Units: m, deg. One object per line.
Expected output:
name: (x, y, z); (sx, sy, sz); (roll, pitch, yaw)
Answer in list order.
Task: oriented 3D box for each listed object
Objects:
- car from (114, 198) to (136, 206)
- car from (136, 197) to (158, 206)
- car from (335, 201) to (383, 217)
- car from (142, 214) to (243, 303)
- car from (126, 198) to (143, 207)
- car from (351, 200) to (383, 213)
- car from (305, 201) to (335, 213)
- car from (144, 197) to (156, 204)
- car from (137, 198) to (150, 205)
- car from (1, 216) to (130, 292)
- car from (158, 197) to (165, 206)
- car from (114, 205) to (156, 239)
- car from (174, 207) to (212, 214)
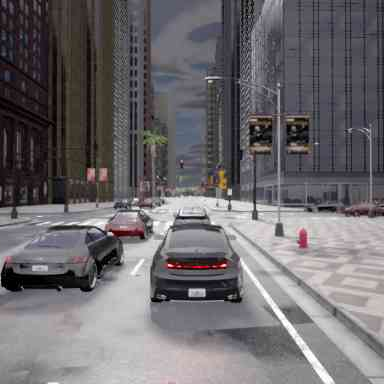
car: (-9.925, 1.765, 48.324); (2.033, 1.411, 5.357); (0, 0, 0)
car: (-6.674, 1.706, 50.054); (1.882, 1.535, 5.008); (0, 0, 0)
car: (15.270, 1.575, 29.267); (4.206, 1.307, 1.802); (0, 0, -1)
car: (0.088, 1.515, 8.222); (1.837, 1.490, 4.892); (0, 0, 0)
car: (-9.923, 1.775, 57.878); (2.128, 1.511, 4.902); (0, 0, 0)
car: (20.766, 1.641, 37.887); (4.313, 1.339, 1.947); (0, 0, -1)
car: (15.126, 1.660, 37.790); (4.313, 1.339, 1.947); (0, 0, -1)
car: (-9.874, 1.986, 78.358); (2.033, 1.411, 5.357); (0, 0, 0)
car: (-9.861, 1.923, 67.764); (1.994, 1.385, 4.181); (0, 0, 1)
car: (-3.170, 1.576, 8.997); (1.994, 1.385, 4.181); (0, 0, 1)
car: (-6.664, 1.652, 60.091); (2.097, 1.767, 4.553); (0, 0, 0)
car: (-3.177, 1.601, 17.396); (1.994, 1.385, 4.181); (0, 0, 0)
car: (0.022, 1.529, 17.543); (2.128, 1.511, 4.902); (0, 0, 0)
